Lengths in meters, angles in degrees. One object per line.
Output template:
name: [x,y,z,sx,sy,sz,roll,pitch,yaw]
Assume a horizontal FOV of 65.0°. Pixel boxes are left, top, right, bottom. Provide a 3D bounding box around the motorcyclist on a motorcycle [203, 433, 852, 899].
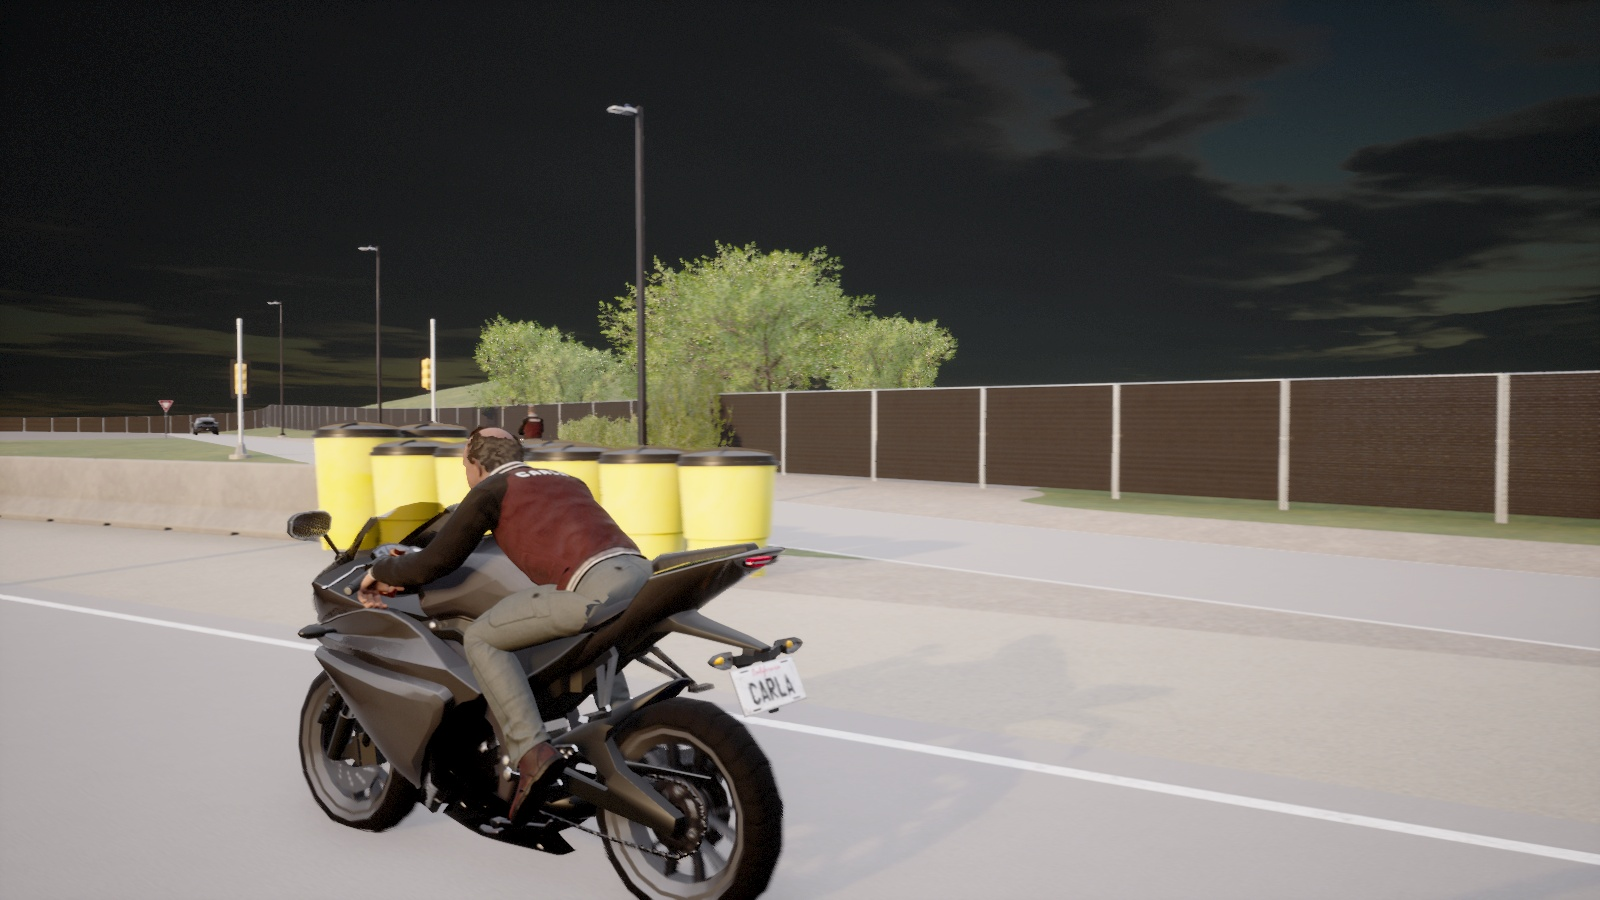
motorcyclist on a motorcycle: [-0.990,0.718,4.282,2.191,1.530,0.866,0,1,34]
